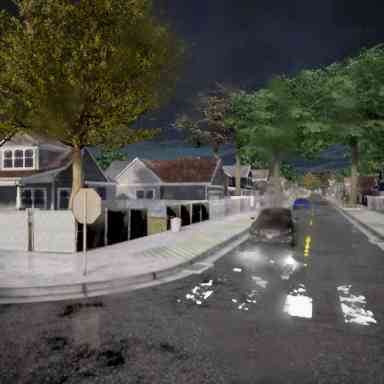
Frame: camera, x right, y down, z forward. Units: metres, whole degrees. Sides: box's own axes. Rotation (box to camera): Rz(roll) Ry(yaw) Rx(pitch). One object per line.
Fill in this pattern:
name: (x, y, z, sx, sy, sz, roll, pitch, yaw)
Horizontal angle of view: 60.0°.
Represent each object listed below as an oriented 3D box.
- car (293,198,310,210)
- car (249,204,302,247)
car: (13.980, 1.483, 42.439, 1.882, 1.535, 5.008, 0, 0, 20)
car: (3.869, 1.504, 15.261, 1.837, 1.490, 4.892, 0, 0, 20)
